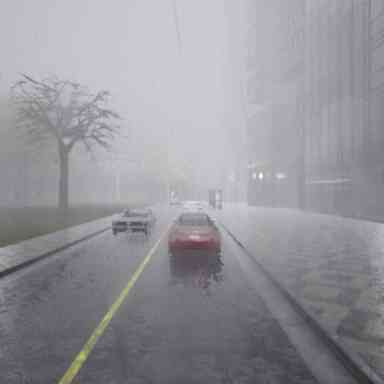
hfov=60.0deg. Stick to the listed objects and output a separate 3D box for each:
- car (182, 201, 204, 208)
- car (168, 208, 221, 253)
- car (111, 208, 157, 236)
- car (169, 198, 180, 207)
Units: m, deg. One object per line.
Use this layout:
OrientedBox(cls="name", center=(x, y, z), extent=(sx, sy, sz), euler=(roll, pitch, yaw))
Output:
OrientedBox(cls="car", center=(0.100, 1.548, 29.893), extent=(1.812, 1.442, 4.674), euler=(0, 0, 0))
OrientedBox(cls="car", center=(0.099, 1.560, 13.773), extent=(1.994, 1.385, 4.181), euler=(0, 0, 0))
OrientedBox(cls="car", center=(-3.101, 1.596, 18.520), extent=(1.895, 1.301, 4.718), euler=(0, 0, 0))
OrientedBox(cls="car", center=(-3.048, 1.797, 58.907), extent=(1.812, 1.442, 4.674), euler=(0, -1, 1))
